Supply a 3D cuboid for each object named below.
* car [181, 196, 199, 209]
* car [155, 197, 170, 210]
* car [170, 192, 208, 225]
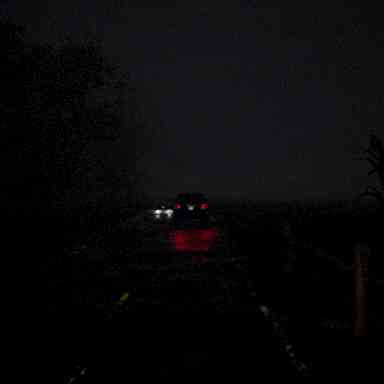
[{"bbox_3d":[-0.227,1.190,40.068,1.994,1.385,4.181,0,1,0],"label":"car"},{"bbox_3d":[-3.056,1.219,37.627,2.033,1.411,5.357,0,1,0],"label":"car"},{"bbox_3d":[-0.083,1.013,22.267,2.150,2.045,5.566,0,1,0],"label":"car"}]
